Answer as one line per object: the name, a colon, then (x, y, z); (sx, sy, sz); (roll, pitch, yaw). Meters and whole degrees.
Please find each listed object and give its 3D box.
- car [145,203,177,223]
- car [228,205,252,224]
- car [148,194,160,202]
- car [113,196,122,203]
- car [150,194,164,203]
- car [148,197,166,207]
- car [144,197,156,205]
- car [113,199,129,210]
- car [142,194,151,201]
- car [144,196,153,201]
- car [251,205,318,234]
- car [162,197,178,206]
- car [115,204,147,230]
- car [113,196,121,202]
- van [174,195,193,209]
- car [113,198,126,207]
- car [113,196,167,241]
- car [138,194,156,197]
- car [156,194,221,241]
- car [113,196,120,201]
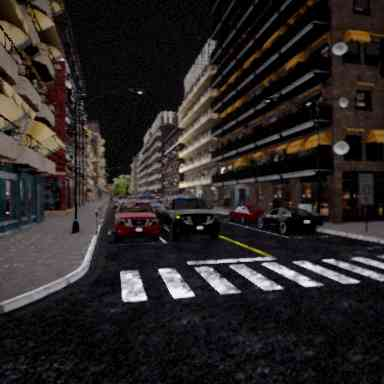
car: (-2.606, 1.618, 26.764); (1.895, 1.301, 4.718); (0, 0, -14)
car: (3.989, 1.564, 24.137); (1.802, 1.307, 4.206); (1, 0, -13)
car: (-9.010, 1.448, 78.310); (2.192, 1.841, 5.009); (1, 0, -13)
car: (-17.171, 1.713, 76.393); (1.887, 1.381, 4.507); (1, 0, -13)
car: (-7.710, 1.433, 72.894); (2.192, 1.841, 5.009); (1, 0, -13)
car: (-5.587, 1.622, 52.981); (2.033, 1.411, 5.357); (0, 0, -14)
car: (-8.091, 1.629, 63.331); (1.812, 1.442, 4.674); (0, 0, -13)
car: (-9.369, 1.643, 43.889); (1.947, 1.339, 4.313); (1, 0, -13)
car: (-12.911, 1.495, 94.563); (2.192, 1.841, 5.009); (1, 0, -13)
car: (-11.652, 1.691, 89.309); (1.752, 1.417, 4.829); (1, 0, -13)
car: (5.289, 1.533, 18.720); (1.947, 1.339, 4.313); (1, 0, -13)
car: (-3.812, 1.617, 56.640); (1.887, 1.381, 4.507); (1, 0, -13)
car: (-4.169, 1.562, 22.221); (1.887, 1.381, 4.507); (1, 0, -13)
car: (-18.471, 1.766, 81.809); (1.802, 1.307, 4.206); (1, 0, -13)
van: (-1.210, 1.383, 45.808); (1.690, 1.788, 3.998); (1, 0, -13)
car: (-11.970, 1.673, 54.723); (1.947, 1.339, 4.313); (1, 0, -13)
car: (-2.866, 1.317, 16.804); (2.192, 1.841, 5.009); (1, 0, -13)
car: (-5.054, 1.267, 37.021); (2.150, 2.045, 5.566); (0, 0, -13)
car: (-0.290, 1.212, 17.098); (2.150, 2.045, 5.566); (0, 0, -13)
car: (-19.771, 1.782, 87.227); (1.802, 1.307, 4.206); (1, 0, -13)
